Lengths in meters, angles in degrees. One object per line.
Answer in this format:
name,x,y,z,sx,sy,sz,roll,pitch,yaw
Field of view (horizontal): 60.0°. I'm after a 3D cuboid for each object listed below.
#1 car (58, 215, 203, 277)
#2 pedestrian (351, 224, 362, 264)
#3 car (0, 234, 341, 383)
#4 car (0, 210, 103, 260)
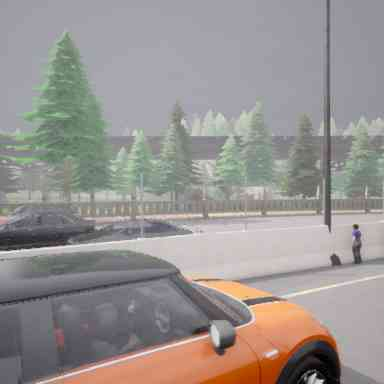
car,-1.943,1.564,10.783,4.181,1.385,1.994,0,0,-32
pedestrian,5.152,1.573,10.409,0.375,1.300,0.375,0,0,-29
car,-0.687,1.351,3.021,4.553,1.767,2.097,0,0,-34
car,-6.023,1.505,12.347,4.892,1.490,1.837,0,0,-32
